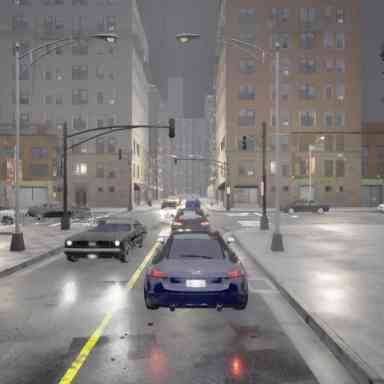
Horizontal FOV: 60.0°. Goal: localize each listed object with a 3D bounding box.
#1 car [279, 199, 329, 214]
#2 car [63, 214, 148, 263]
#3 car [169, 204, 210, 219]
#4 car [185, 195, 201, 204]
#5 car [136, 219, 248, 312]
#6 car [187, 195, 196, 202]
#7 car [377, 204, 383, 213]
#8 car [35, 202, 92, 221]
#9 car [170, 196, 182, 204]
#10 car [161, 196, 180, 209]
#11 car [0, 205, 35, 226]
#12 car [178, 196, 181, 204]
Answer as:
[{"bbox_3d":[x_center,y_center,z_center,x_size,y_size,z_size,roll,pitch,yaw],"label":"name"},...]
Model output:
[{"bbox_3d":[11.161,1.450,33.319,4.892,1.490,1.837,0,0,0],"label":"car"},{"bbox_3d":[-2.869,1.601,12.047,1.895,1.301,4.718,0,0,2],"label":"car"},{"bbox_3d":[-0.085,1.525,16.551,1.812,1.442,4.674,0,0,-1],"label":"car"},{"bbox_3d":[0.113,1.494,44.820,1.882,1.535,5.008,0,0,0],"label":"car"},{"bbox_3d":[0.084,1.564,7.807,1.994,1.385,4.181,0,0,0],"label":"car"},{"bbox_3d":[-0.084,1.578,80.064,2.128,1.511,4.902,0,0,0],"label":"car"},{"bbox_3d":[21.172,1.436,33.377,4.674,1.442,1.812,0,0,0],"label":"car"},{"bbox_3d":[-10.572,1.524,26.761,4.902,1.511,2.128,0,0,-5],"label":"car"},{"bbox_3d":[-3.074,1.586,65.778,2.033,1.411,5.357,0,0,1],"label":"car"},{"bbox_3d":[-3.072,1.618,44.848,1.895,1.301,4.718,0,0,0],"label":"car"},{"bbox_3d":[-13.863,1.572,23.183,4.674,1.442,1.812,0,0,1],"label":"car"},{"bbox_3d":[-3.098,1.506,55.140,1.882,1.535,5.008,0,0,0],"label":"car"}]
